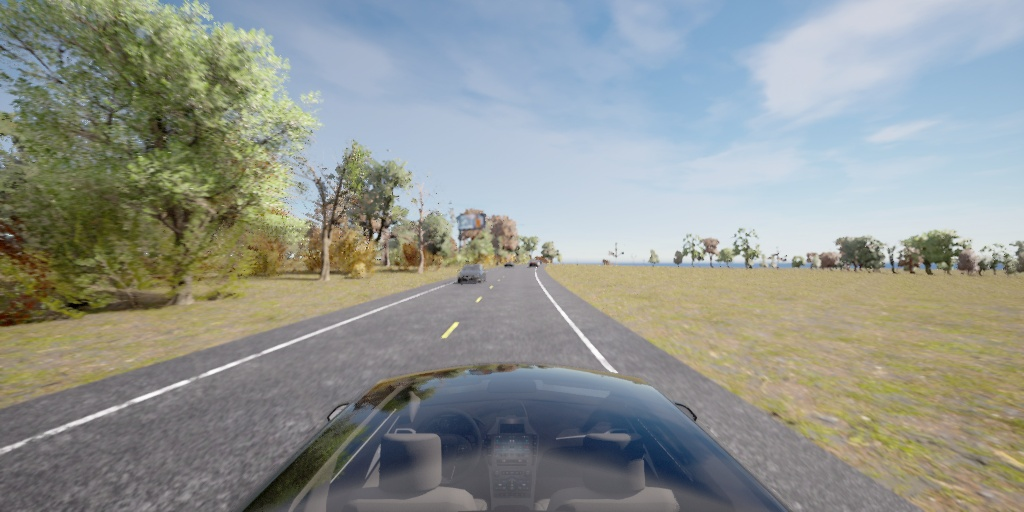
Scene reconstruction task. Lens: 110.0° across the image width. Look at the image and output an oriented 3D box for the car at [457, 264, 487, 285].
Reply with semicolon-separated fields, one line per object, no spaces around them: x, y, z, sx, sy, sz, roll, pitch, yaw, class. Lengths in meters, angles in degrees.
-3.109;1.408;28.391;1.837;1.490;4.892;0;0;2;car
